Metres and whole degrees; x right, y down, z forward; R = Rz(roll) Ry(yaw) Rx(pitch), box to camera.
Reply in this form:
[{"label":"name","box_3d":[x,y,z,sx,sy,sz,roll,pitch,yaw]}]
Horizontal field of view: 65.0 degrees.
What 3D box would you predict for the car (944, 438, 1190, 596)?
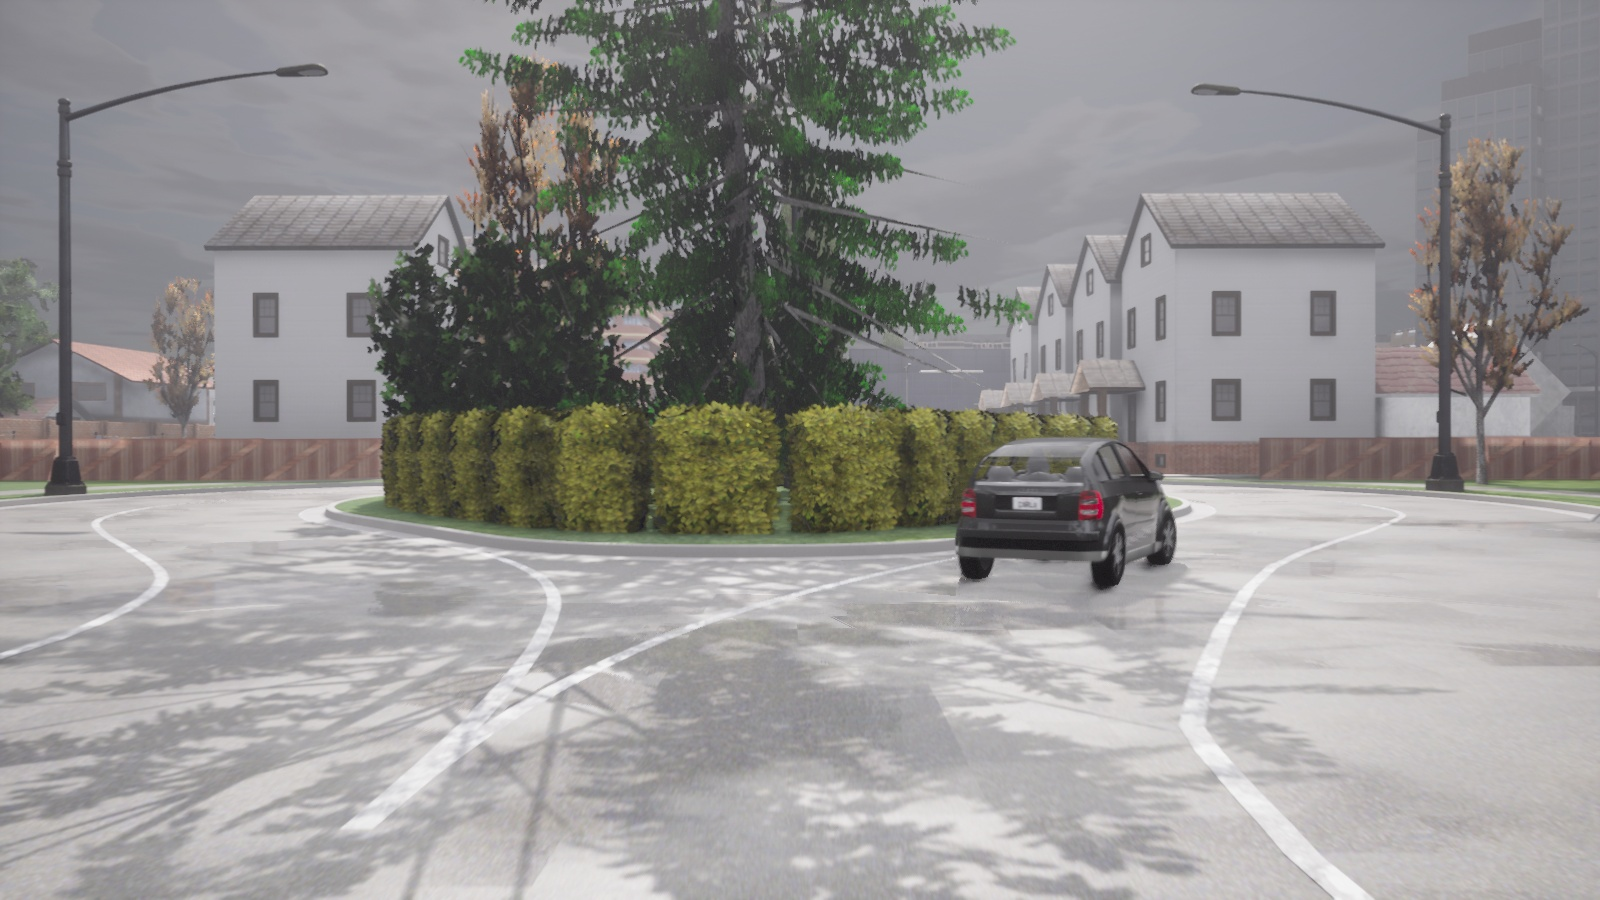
[{"label":"car","box_3d":[3.173,0.646,14.373,1.789,1.549,3.705,0,0,28]}]
